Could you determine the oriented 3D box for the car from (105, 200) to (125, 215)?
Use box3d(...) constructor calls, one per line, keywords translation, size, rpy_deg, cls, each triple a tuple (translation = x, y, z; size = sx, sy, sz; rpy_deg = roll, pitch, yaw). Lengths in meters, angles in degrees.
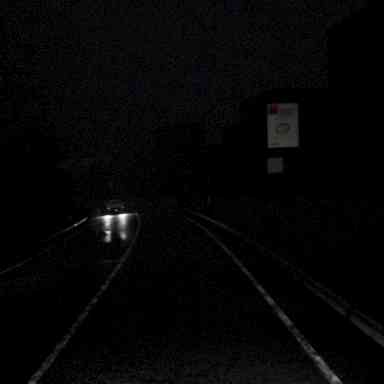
box3d(translation=(-8.044, 1.538, 34.836), size=(1.812, 1.442, 4.674), rpy_deg=(-5, 1, -14), cls="car")
